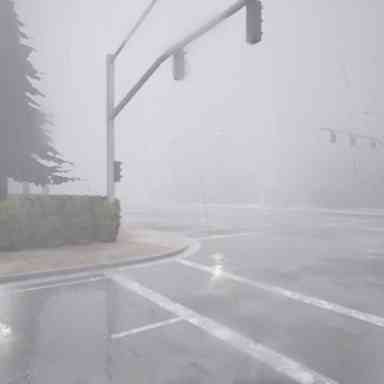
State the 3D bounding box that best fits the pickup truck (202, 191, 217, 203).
[{"bbox_3d":[3.269,0.944,59.672,2.390,2.098,6.274,0,0,-6],"label":"pickup truck"}]
